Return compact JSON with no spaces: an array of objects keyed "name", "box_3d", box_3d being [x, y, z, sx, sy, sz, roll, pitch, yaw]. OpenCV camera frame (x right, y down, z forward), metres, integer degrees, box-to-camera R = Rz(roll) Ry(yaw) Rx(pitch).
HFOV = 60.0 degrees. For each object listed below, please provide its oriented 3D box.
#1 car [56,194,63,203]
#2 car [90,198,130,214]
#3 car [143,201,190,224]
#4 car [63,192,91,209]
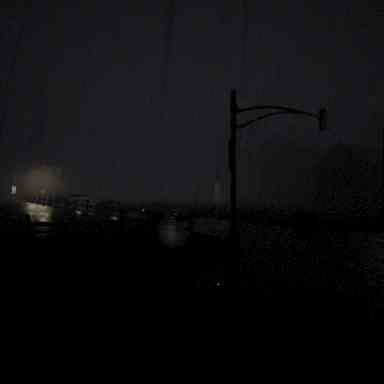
[{"name":"car","box_3d":[-22.866,1.147,59.363,1.882,1.535,5.008,0,0,-36]},{"name":"car","box_3d":[-8.185,1.447,33.932,2.033,1.411,5.357,0,0,-36]},{"name":"car","box_3d":[-2.021,1.487,25.318,1.837,1.490,4.892,0,0,-36]},{"name":"car","box_3d":[-14.363,1.036,42.591,2.150,2.045,5.566,0,0,-35]}]
